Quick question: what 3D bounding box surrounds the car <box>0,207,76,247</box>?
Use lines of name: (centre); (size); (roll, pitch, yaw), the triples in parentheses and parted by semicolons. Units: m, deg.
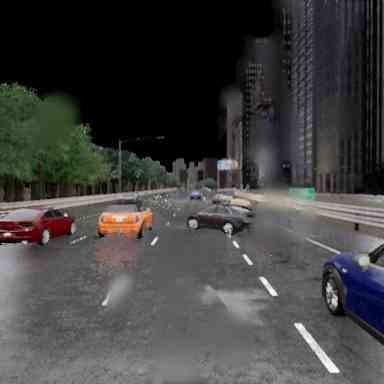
car: (-6.809, 1.416, 14.813); (1.882, 1.535, 5.008); (0, 0, 0)

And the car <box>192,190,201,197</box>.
car: (0.996, 0.358, 80.884); (2.128, 1.511, 4.902); (0, 1, 1)

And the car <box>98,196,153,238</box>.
car: (-3.287, 1.275, 17.282); (2.097, 1.767, 4.553); (0, 0, 0)

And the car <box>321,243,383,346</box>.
car: (3.522, 1.333, 4.563); (2.097, 1.767, 4.553); (0, 0, 0)

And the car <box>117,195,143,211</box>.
car: (-6.602, 1.171, 35.928); (1.837, 1.490, 4.892); (0, 1, 1)

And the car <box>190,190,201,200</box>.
car: (0.632, 0.766, 58.922); (1.882, 1.535, 5.008); (0, 1, 1)

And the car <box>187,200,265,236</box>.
car: (1.675, 1.423, 17.958); (1.837, 1.490, 4.892); (0, 1, -37)

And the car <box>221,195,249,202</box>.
car: (3.692, 1.294, 26.527); (1.882, 1.535, 5.008); (0, 1, 1)

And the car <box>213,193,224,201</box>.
car: (3.815, 1.142, 37.527); (2.163, 1.488, 4.792); (0, 1, 1)
